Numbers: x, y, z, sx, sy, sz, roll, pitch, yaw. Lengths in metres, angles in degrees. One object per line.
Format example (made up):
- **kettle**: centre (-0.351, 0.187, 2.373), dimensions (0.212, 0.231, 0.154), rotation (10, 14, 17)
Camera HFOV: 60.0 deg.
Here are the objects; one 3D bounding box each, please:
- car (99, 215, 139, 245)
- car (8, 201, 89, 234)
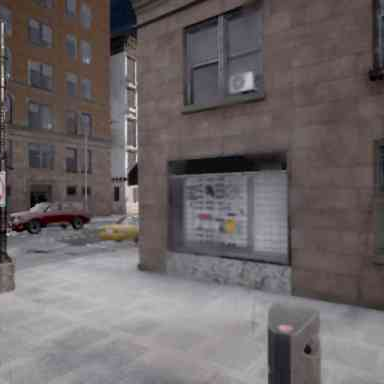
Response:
- **car**: centre (-2.296, 1.678, 16.561), dimensions (1.752, 1.417, 4.829), rotation (-1, 0, 36)
- **car**: centre (-8.919, 1.535, 21.100), dimensions (2.192, 1.841, 5.009), rotation (-1, 0, 36)
